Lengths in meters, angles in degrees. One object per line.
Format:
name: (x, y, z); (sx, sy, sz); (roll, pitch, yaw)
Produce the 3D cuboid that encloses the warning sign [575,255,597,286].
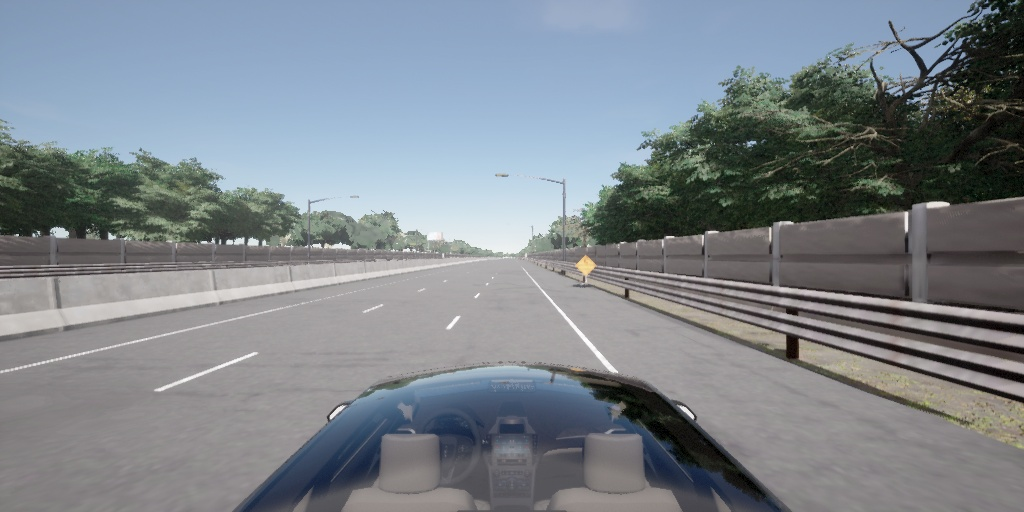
warning sign: (4.550, 0.860, 22.022); (1.300, 1.860, 1.060); (0, 0, 0)
